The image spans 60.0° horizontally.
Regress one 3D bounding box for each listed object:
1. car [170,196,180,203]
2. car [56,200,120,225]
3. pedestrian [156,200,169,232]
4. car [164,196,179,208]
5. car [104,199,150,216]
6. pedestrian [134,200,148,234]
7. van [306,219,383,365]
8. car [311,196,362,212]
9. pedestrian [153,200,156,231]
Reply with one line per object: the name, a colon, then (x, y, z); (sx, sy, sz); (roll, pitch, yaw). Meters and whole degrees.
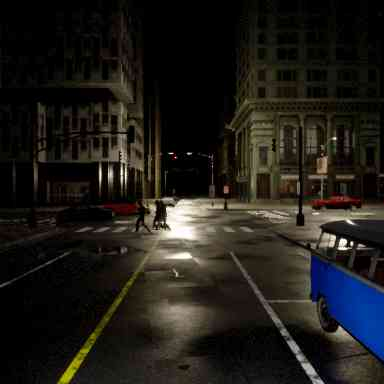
car: (-3.487, 1.473, 69.391); (1.994, 1.385, 4.181); (0, 0, -1)
car: (-7.907, 1.613, 24.876); (4.181, 1.385, 1.994); (-3, 1, 0)
pedestrian: (-1.633, 1.287, 18.257); (0.375, 1.860, 0.375); (0, 0, 0)
car: (-3.353, 1.509, 48.237); (2.033, 1.411, 5.357); (0, 0, 0)
car: (-6.175, 1.370, 30.305); (4.553, 1.767, 2.097); (-1, 0, -27)
pedestrian: (-2.710, 1.287, 17.655); (0.375, 1.860, 0.375); (0, 0, 0)
van: (2.836, 1.341, 4.232); (1.690, 1.788, 3.998); (0, 0, 0)
car: (15.103, 1.218, 34.937); (5.008, 1.535, 1.882); (-1, 0, 0)
pedestrian: (-1.936, 1.287, 18.853); (0.375, 1.860, 0.375); (0, 0, 0)
